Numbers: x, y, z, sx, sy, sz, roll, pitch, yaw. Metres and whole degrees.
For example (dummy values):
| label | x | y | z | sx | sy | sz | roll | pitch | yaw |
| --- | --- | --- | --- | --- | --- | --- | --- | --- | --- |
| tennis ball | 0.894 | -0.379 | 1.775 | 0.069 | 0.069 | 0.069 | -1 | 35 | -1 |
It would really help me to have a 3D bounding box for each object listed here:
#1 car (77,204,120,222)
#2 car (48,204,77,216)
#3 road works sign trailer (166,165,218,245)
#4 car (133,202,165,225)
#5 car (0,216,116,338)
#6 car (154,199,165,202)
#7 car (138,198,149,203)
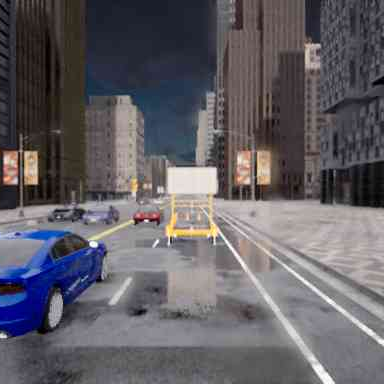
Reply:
| label | x | y | z | sx | sy | sz | roll | pitch | yaw |
| --- | --- | --- | --- | --- | --- | --- | --- | --- | --- |
| car | -6.604 | 1.634 | 24.632 | 1.812 | 1.442 | 4.674 | 0 | 0 | 0 |
| car | -9.855 | 1.683 | 26.577 | 1.994 | 1.385 | 4.181 | 0 | 0 | 0 |
| road works sign trailer | 0.005 | 0.530 | 15.858 | 2.380 | 3.560 | 2.880 | 0 | 0 | 1 |
| car | -3.155 | 1.712 | 25.211 | 1.895 | 1.301 | 4.718 | 0 | 0 | 0 |
| car | -3.153 | 1.504 | 6.842 | 1.882 | 1.535 | 5.008 | 0 | 0 | 0 |
| car | -6.525 | 2.013 | 66.352 | 1.895 | 1.301 | 4.718 | 0 | 0 | 0 |
| car | -9.771 | 1.924 | 67.197 | 2.128 | 1.511 | 4.902 | 0 | 0 | 0 |
